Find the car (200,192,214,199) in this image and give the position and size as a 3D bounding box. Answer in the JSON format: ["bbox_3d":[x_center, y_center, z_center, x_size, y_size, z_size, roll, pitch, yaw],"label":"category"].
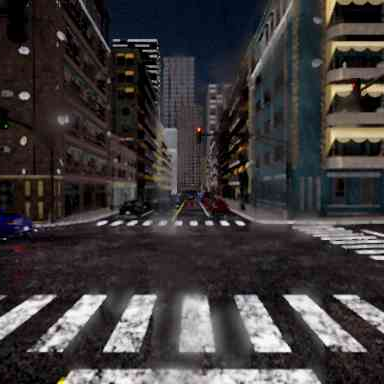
[{"bbox_3d":[3.111,1.030,62.265,2.150,2.045,5.566,0,0,0],"label":"car"}]

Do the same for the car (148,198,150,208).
[{"bbox_3d":[-5.695,1.425,42.729,1.947,1.339,4.313,0,0,0],"label":"car"}]

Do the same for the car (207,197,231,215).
[{"bbox_3d":[2.686,1.474,31.669,1.802,1.307,4.206,0,0,0],"label":"car"}]

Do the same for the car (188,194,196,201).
[{"bbox_3d":[0.005,1.135,71.130,1.812,1.442,4.674,0,0,0],"label":"car"}]

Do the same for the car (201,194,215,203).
[{"bbox_3d":[2.687,1.387,48.239,1.887,1.381,4.507,0,0,0],"label":"car"}]

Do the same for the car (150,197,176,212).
[{"bbox_3d":[-3.094,1.479,36.056,1.895,1.301,4.718,0,0,0],"label":"car"}]

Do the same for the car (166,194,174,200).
[{"bbox_3d":[-5.693,1.263,86.746,1.752,1.417,4.829,0,0,0],"label":"car"}]

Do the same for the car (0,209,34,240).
[{"bbox_3d":[-9.799,1.557,15.641,4.674,1.442,1.812,-2,0,13],"label":"car"}]

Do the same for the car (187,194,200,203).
[{"bbox_3d":[0.003,1.295,61.957,2.128,1.511,4.902,0,0,0],"label":"car"}]

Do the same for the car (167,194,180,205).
[{"bbox_3d":[-3.067,1.180,53.163,2.097,1.767,4.553,0,0,0],"label":"car"}]

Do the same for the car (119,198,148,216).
[{"bbox_3d":[-5.695,1.458,31.681,1.947,1.339,4.313,0,0,0],"label":"car"}]

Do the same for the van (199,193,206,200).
[{"bbox_3d":[2.687,1.078,86.903,1.690,1.788,3.998,-1,0,0],"label":"van"}]

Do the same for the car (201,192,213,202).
[{"bbox_3d":[3.111,1.003,69.265,2.150,2.045,5.566,0,0,0],"label":"car"}]

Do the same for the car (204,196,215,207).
[{"bbox_3d":[2.686,1.441,37.192,1.947,1.339,4.313,0,0,0],"label":"car"}]
